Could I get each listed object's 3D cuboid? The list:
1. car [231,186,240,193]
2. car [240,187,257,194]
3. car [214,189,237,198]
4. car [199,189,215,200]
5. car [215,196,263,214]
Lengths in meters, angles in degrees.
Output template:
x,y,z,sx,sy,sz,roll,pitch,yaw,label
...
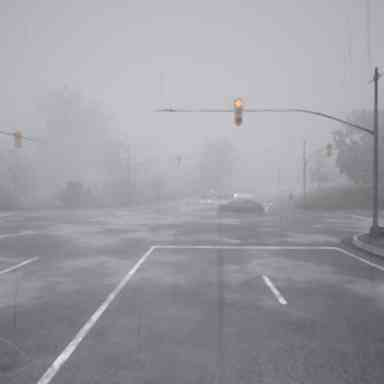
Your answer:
x,y,z,sx,sy,sz,roll,pitch,yaw,label
9.733,-0.453,74.198,1.837,1.490,4.892,0,4,28,car
12.557,-0.312,72.070,1.895,1.301,4.718,0,4,28,car
5.885,0.660,58.267,1.895,1.301,4.718,0,3,22,car
2.929,0.364,60.231,2.097,1.767,4.553,0,3,23,car
4.395,1.313,30.522,4.181,1.385,1.994,0,0,3,car
